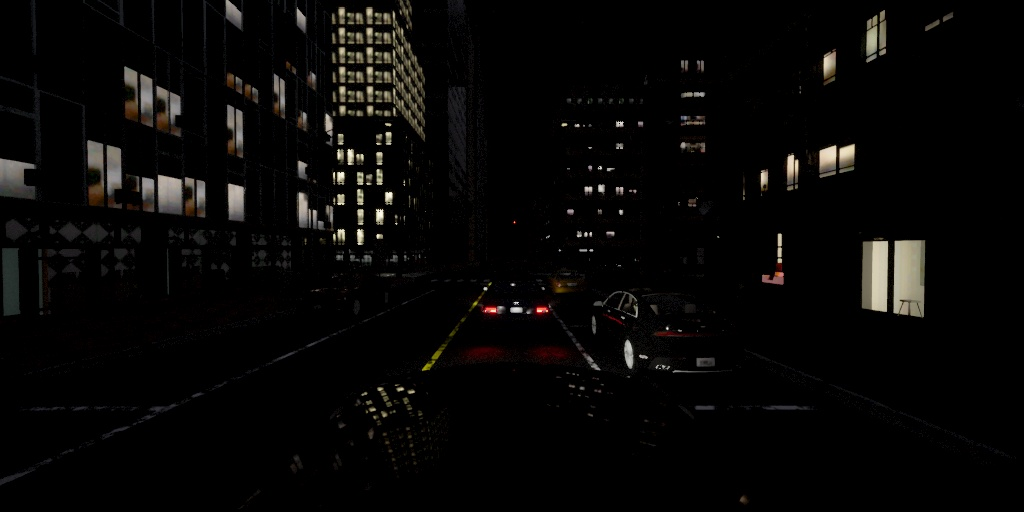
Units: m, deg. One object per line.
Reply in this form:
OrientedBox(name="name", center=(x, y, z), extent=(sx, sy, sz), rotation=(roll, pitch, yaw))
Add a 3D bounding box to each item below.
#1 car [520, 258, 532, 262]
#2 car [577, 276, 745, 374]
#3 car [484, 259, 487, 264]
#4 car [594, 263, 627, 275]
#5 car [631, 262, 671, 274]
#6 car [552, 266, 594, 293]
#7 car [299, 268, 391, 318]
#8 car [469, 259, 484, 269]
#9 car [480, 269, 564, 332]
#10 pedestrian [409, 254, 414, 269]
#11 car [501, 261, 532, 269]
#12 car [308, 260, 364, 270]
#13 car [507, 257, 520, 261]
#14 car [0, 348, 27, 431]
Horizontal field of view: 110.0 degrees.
OrientedBox(name="car", center=(2.541, 1.288, 62.263), extent=(2.007, 1.370, 4.403), rotation=(0, 0, 0))
OrientedBox(name="car", center=(2.804, 1.299, 7.365), extent=(2.007, 1.370, 4.403), rotation=(0, 0, 0))
OrientedBox(name="car", center=(-5.840, 1.303, 62.242), extent=(1.948, 1.339, 4.313), rotation=(0, 0, 0))
OrientedBox(name="car", center=(10.039, 1.412, 39.391), extent=(4.718, 1.301, 1.895), rotation=(1, 1, 3))
OrientedBox(name="car", center=(16.210, 1.372, 41.826), extent=(4.403, 1.370, 2.007), rotation=(0, 0, 1))
OrientedBox(name="car", center=(2.776, 1.271, 18.824), extent=(1.751, 1.417, 4.829), rotation=(0, 0, 0))
OrientedBox(name="car", center=(-5.850, 1.292, 13.046), extent=(1.888, 1.381, 4.507), rotation=(0, 0, 0))
OrientedBox(name="car", center=(-5.825, 1.263, 56.418), extent=(1.751, 1.417, 4.829), rotation=(0, 0, 0))
OrientedBox(name="car", center=(0.079, 1.295, 10.801), extent=(2.033, 1.411, 5.357), rotation=(0, 0, 0))
OrientedBox(name="pedestrian", center=(-12.655, 0.669, 45.089), extent=(0.375, 1.860, 0.375), rotation=(0, 0, 1))
OrientedBox(name="car", center=(0.045, 1.249, 21.223), extent=(1.837, 1.490, 4.892), rotation=(0, 0, 0))
OrientedBox(name="car", center=(-17.667, 1.108, 36.421), extent=(5.008, 1.535, 1.882), rotation=(0, 1, -1))
OrientedBox(name="car", center=(-0.056, 1.215, 59.658), extent=(1.882, 1.535, 5.008), rotation=(0, 0, 0))
OrientedBox(name="car", center=(-5.796, 1.300, 1.757), extent=(2.007, 1.370, 4.403), rotation=(0, 0, 0))
